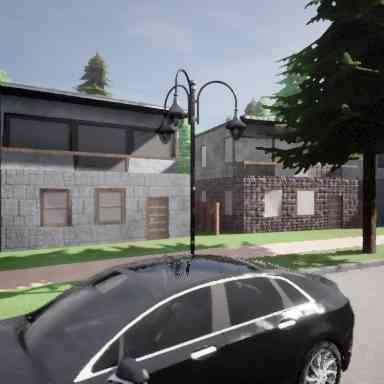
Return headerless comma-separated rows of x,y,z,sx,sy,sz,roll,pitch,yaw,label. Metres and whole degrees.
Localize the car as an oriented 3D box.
-0.327,1.505,3.429,4.892,1.490,1.837,0,0,-32,car
